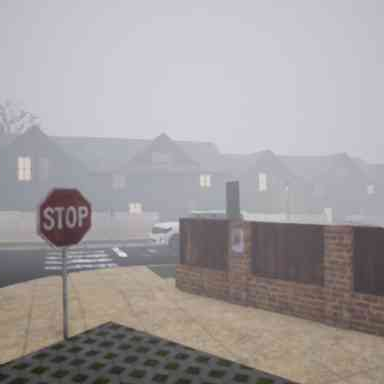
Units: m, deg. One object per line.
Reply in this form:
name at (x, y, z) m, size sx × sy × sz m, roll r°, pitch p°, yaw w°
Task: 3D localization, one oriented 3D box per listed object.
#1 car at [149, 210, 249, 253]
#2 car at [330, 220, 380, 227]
car at (0.566, 1.976, 17.555) m, size 5.566 × 2.045 × 2.150 m, roll 2°, pitch -3°, yaw -23°
car at (10.112, 2.592, 21.458) m, size 4.902 × 1.511 × 2.128 m, roll 2°, pitch -2°, yaw -22°
